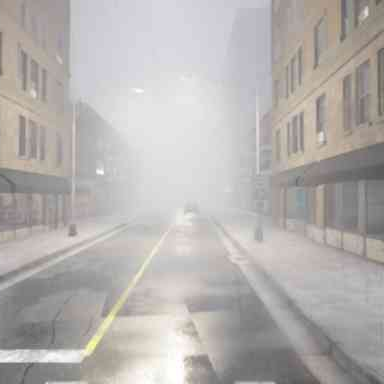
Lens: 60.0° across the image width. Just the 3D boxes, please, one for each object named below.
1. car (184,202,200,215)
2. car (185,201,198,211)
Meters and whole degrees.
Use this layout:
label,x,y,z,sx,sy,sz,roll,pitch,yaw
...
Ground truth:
label,x,y,z,sx,sy,sz,roll,pitch,yaw
car,-0.029,1.966,40.358,2.033,1.411,5.357,0,-1,0
car,-0.036,2.130,50.868,1.895,1.301,4.718,0,-1,0
